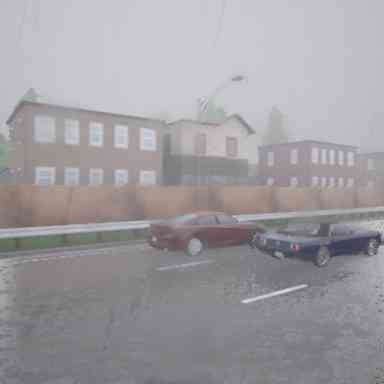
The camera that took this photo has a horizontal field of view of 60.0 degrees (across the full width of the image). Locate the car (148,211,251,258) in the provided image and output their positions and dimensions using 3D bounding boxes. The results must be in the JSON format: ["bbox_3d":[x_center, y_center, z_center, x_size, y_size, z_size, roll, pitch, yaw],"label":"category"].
[{"bbox_3d":[0.731,1.464,12.904,5.008,1.535,1.882,0,0,-35],"label":"car"}]

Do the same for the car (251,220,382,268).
[{"bbox_3d":[4.432,1.584,11.231,4.718,1.301,1.895,0,0,-35],"label":"car"}]
